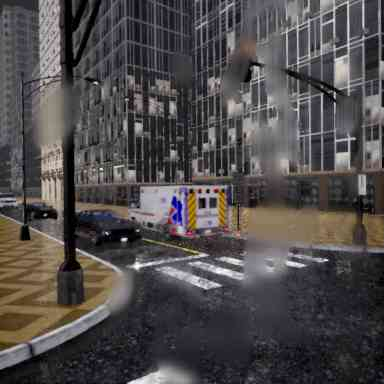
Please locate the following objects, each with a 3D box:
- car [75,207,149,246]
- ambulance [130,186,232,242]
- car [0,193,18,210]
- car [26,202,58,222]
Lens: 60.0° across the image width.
[{"bbox_3d":[-4.299,1.527,15.606,2.033,1.411,5.357,-1,1,-36],"label":"car"},{"bbox_3d":[-1.016,0.963,16.261,2.351,2.431,6.366,-1,1,-36],"label":"ambulance"},{"bbox_3d":[-24.188,1.159,43.362,2.150,2.045,5.566,-1,1,-36],"label":"car"},{"bbox_3d":[-12.125,1.530,26.469,1.994,1.385,4.181,-1,1,-36],"label":"car"}]
